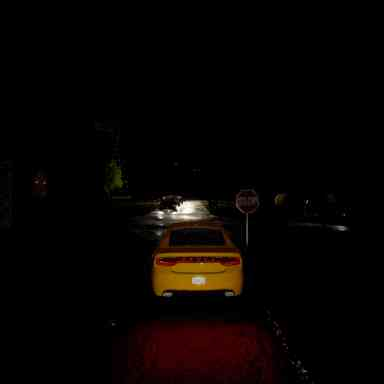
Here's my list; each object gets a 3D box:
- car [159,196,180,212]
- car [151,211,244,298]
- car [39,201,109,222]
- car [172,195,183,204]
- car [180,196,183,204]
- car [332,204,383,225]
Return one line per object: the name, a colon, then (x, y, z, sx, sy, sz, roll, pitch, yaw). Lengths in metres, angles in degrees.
car: (-2.793, 1.525, 39.550, 1.812, 1.442, 4.674, 0, 0, 0)
car: (0.077, 1.479, 8.603, 1.882, 1.535, 5.008, 0, 0, -1)
car: (-8.808, 1.441, 25.026, 4.902, 1.511, 2.128, 1, 0, -24)
car: (-2.705, 1.472, 65.153, 1.882, 1.535, 5.008, 0, 0, 1)
car: (-2.765, 1.523, 51.880, 1.812, 1.442, 4.674, 0, 0, 0)
car: (12.998, 1.634, 24.599, 5.008, 1.535, 1.882, 1, -1, 0)
